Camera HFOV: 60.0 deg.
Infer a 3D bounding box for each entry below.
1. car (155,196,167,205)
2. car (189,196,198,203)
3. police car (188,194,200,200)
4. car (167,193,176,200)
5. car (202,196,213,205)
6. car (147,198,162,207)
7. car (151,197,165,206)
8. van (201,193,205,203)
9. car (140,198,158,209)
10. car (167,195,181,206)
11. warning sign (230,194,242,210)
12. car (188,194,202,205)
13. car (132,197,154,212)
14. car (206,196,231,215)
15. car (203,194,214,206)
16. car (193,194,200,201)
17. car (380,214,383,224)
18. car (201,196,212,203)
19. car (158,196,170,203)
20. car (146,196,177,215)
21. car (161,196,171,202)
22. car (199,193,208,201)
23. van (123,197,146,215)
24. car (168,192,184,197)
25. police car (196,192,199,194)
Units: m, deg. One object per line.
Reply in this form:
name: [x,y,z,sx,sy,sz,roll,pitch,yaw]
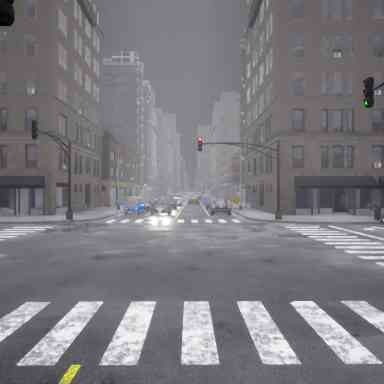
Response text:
car: [-5.652,1.527,61.548,1.752,1.417,4.829,0,0,0]
car: [0.286,1.601,69.163,1.895,1.301,4.718,0,0,1]
police car: [0.595,1.414,95.369,1.930,1.638,5.238,0,0,-16]
car: [-5.555,1.306,90.059,2.192,1.841,5.009,0,0,0]
car: [2.875,1.527,61.865,1.752,1.417,4.829,0,0,0]
car: [-5.690,1.585,50.381,1.802,1.307,4.206,0,0,0]
car: [-5.671,1.568,56.050,1.947,1.339,4.313,0,0,0]
van: [2.855,1.344,56.026,1.690,1.788,3.998,0,0,0]
car: [-5.709,1.569,44.713,1.947,1.339,4.313,0,0,0]
car: [-2.953,1.494,43.762,2.128,1.511,4.902,0,0,0]
warning sign: [5.199,1.118,39.336,1.300,1.860,1.060,0,0,0]
car: [0.290,1.528,57.299,1.812,1.442,4.674,0,0,0]
car: [-5.729,1.443,39.045,1.967,1.590,4.097,0,0,0]
car: [2.778,1.442,33.350,1.967,1.590,4.097,0,0,0]
car: [2.816,1.443,44.688,1.967,1.590,4.097,0,0,0]
car: [1.088,1.448,89.541,1.801,1.575,5.366,0,0,0]
car: [14.355,1.520,20.697,4.892,1.490,1.837,0,0,0]
car: [2.894,1.551,67.365,2.008,1.369,4.403,0,0,0]
car: [-5.632,1.566,67.386,1.947,1.339,4.313,0,0,0]
car: [-2.993,1.493,33.517,2.128,1.511,4.902,0,0,0]
car: [-5.613,1.543,73.054,1.887,1.381,4.507,0,0,0]
car: [2.951,1.309,84.372,2.192,1.841,5.009,0,0,0]
van: [-5.748,1.343,33.376,1.690,1.788,3.998,0,0,0]
car: [-2.904,1.224,54.492,2.150,2.045,5.566,0,0,0]
police car: [1.064,1.421,79.446,1.930,1.638,5.238,0,0,-1]
